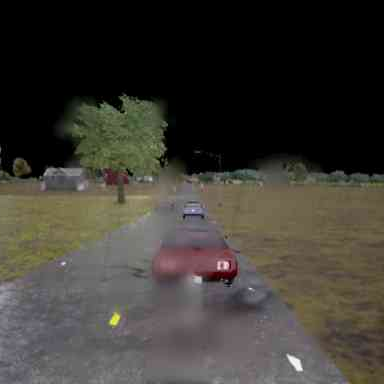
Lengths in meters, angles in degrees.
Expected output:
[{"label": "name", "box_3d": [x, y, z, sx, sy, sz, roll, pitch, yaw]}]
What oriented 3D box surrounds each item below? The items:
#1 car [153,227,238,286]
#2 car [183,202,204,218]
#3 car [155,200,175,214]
[{"label": "car", "box_3d": [0.087, 1.643, 9.506, 1.895, 1.301, 4.718, 0, 0, 0]}, {"label": "car", "box_3d": [0.131, 1.579, 30.205, 2.033, 1.411, 5.357, 0, 0, 0]}, {"label": "car", "box_3d": [-2.807, 1.526, 35.537, 2.033, 1.411, 5.357, 0, 1, 0]}]
